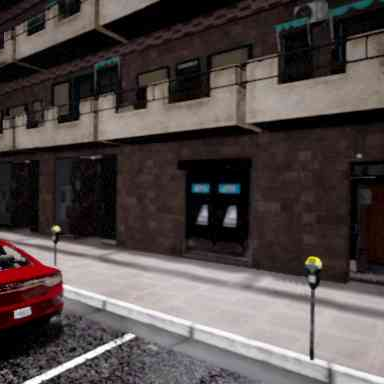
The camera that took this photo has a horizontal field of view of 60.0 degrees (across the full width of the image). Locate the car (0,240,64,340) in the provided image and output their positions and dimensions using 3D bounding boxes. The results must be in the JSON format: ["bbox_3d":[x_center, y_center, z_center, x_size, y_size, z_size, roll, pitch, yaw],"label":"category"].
[{"bbox_3d":[-4.096,1.471,5.794,4.507,1.381,1.887,1,1,36],"label":"car"}]
